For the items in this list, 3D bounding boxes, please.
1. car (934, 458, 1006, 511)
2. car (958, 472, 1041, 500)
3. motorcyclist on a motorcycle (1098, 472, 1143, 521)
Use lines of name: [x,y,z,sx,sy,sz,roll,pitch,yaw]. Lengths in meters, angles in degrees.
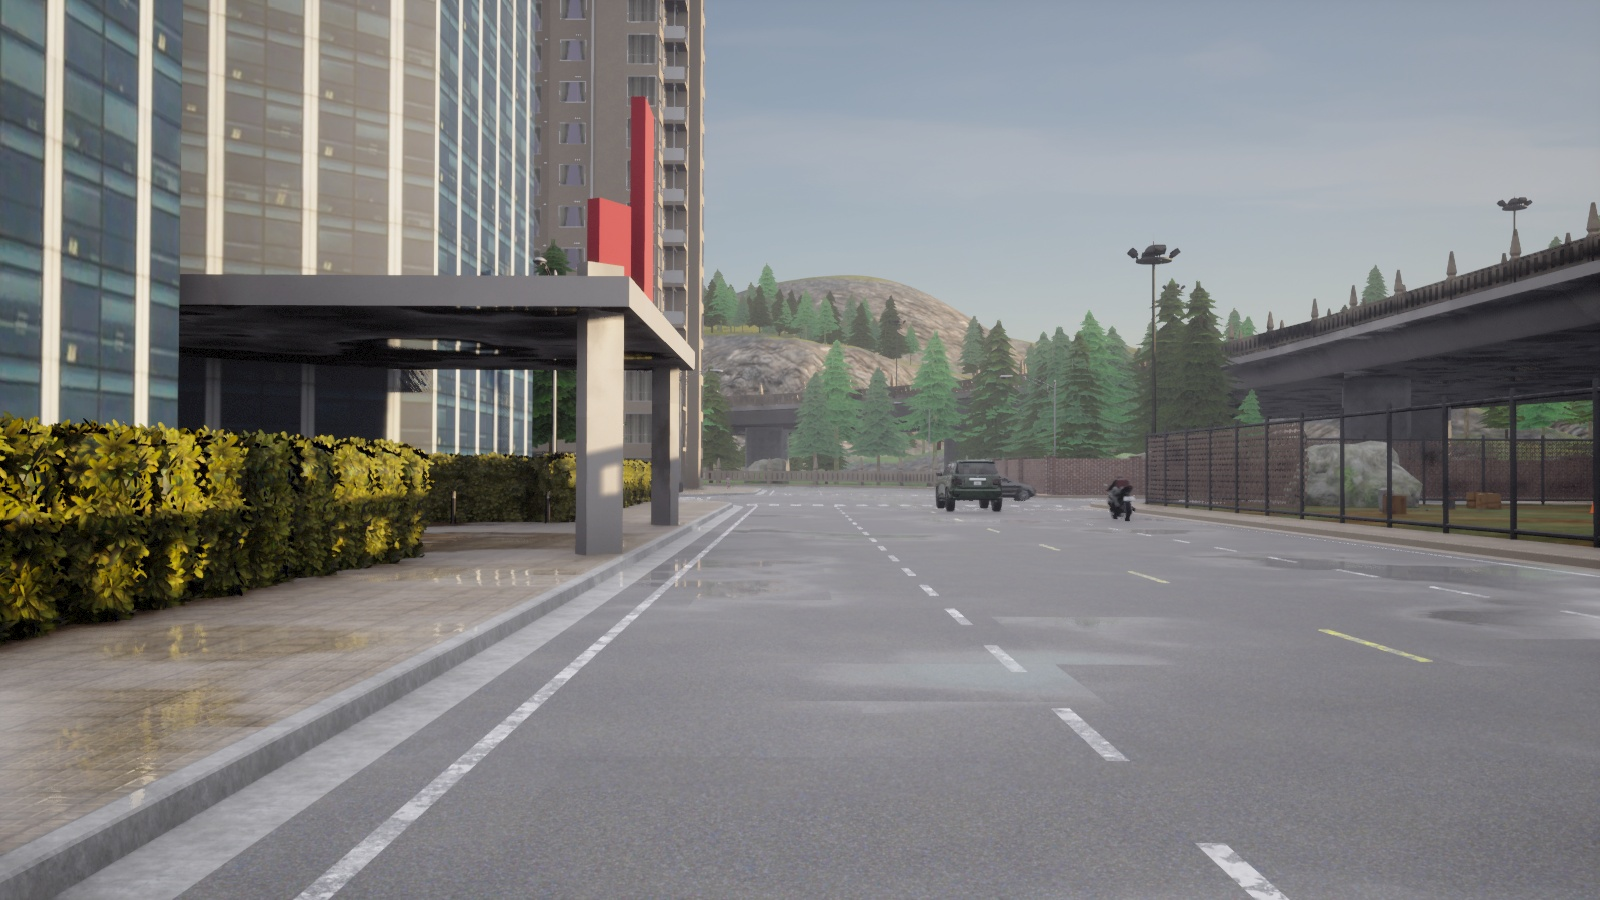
car: [6.863,1.363,51.157,2.150,2.045,5.566,0,-1,0]
car: [10.769,1.948,68.058,4.193,1.474,1.816,0,-1,0]
motorcyclist on a motorcycle: [10.391,1.491,40.767,0.866,1.530,2.191,0,-1,0]
